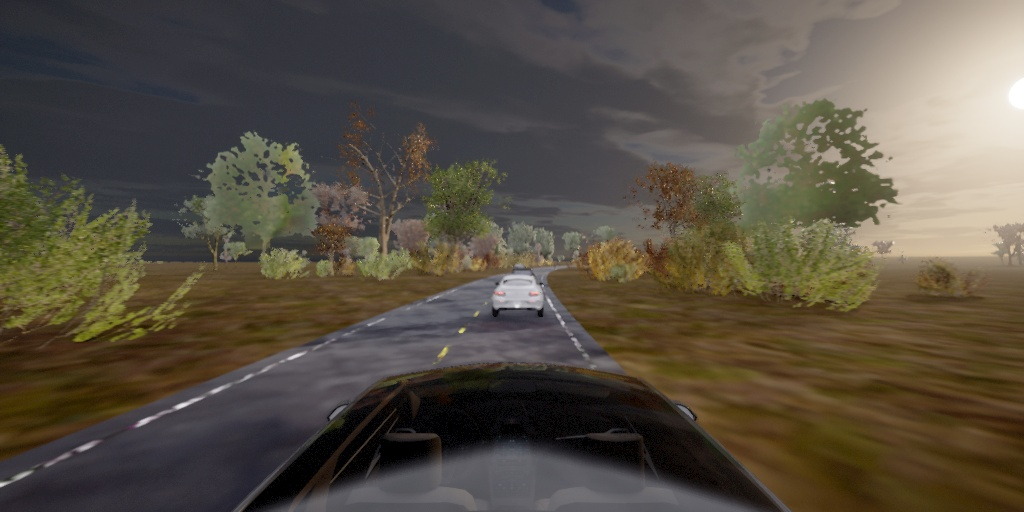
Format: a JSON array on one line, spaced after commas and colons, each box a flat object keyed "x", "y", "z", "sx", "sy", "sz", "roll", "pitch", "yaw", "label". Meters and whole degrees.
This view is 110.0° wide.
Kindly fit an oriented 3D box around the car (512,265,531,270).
[{"x": 0.839, "y": 1.651, "z": 26.823, "sx": 2.033, "sy": 1.411, "sz": 5.357, "roll": 0, "pitch": -1, "yaw": 4, "label": "car"}]

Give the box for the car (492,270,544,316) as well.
[{"x": 0.268, "y": 1.450, "z": 14.139, "sx": 1.812, "sy": 1.442, "sz": 4.674, "roll": 0, "pitch": -1, "yaw": 2, "label": "car"}]
